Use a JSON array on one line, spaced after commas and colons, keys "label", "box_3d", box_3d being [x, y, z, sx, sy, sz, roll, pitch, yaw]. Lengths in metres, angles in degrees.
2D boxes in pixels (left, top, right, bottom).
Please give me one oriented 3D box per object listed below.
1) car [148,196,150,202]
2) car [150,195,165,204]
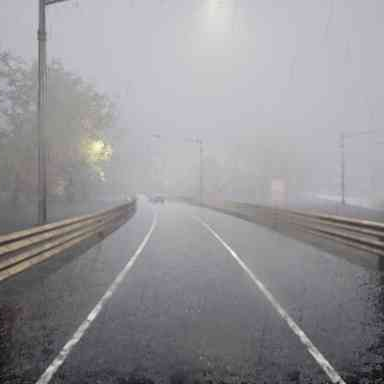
[{"label": "car", "box_3d": [-8.388, 1.410, 71.746, 2.128, 1.511, 4.902, 0, 0, -13]}, {"label": "car", "box_3d": [-6.213, 1.467, 61.764, 1.837, 1.490, 4.892, 0, 0, -11]}]
